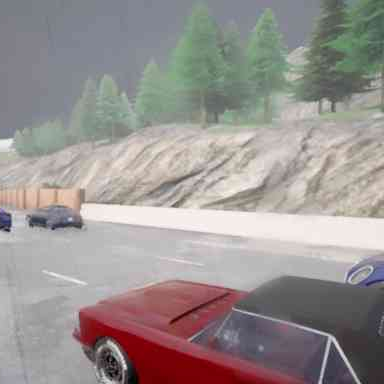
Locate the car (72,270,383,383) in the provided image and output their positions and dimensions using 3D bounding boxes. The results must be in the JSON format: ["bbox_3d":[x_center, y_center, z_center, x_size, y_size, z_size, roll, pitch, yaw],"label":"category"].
[{"bbox_3d":[0.871,1.603,3.437,4.718,1.301,1.895,0,0,36],"label":"car"}]

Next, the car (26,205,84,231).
[{"bbox_3d":[-8.306,1.492,19.999,4.181,1.385,1.994,0,0,42],"label":"car"}]

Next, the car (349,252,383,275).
[{"bbox_3d":[4.739,1.376,5.005,4.553,1.767,2.097,0,0,35],"label":"car"}]

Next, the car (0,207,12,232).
[{"bbox_3d":[-11.633,1.387,18.286,5.008,1.535,1.882,0,0,42],"label":"car"}]
